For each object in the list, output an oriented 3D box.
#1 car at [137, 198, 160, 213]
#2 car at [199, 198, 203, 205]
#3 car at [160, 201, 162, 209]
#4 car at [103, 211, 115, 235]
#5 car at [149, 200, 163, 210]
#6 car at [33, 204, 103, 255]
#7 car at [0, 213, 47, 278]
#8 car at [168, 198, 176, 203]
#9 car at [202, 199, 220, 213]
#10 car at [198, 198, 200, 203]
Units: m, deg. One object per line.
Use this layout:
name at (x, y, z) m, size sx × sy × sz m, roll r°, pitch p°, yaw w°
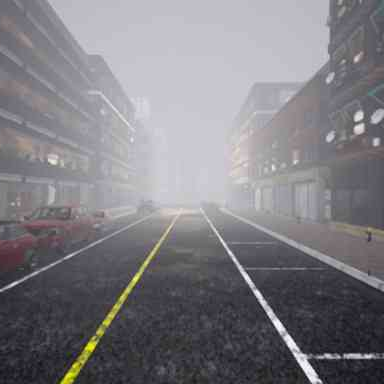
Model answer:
car at (-5.749, 1.723, 42.380) m, size 2.192 × 1.841 × 5.009 m, roll 0°, pitch -1°, yaw 0°
car at (2.614, 2.049, 53.658) m, size 1.887 × 1.381 × 4.507 m, roll 0°, pitch -1°, yaw 0°
car at (-5.758, 1.900, 48.014) m, size 1.967 × 1.590 × 4.097 m, roll 0°, pitch -1°, yaw 0°
car at (-5.717, 1.778, 19.833) m, size 1.802 × 1.307 × 4.206 m, roll 0°, pitch -1°, yaw 0°
car at (-5.766, 2.057, 53.650) m, size 1.887 × 1.381 × 4.507 m, roll 0°, pitch -1°, yaw 0°
car at (-5.707, 1.458, 14.199) m, size 2.192 × 1.841 × 5.009 m, roll 0°, pitch -1°, yaw 0°
car at (-5.700, 1.529, 8.562) m, size 1.967 × 1.590 × 4.097 m, roll 0°, pitch -1°, yaw 0°
car at (-5.824, 2.428, 93.101) m, size 2.008 × 1.369 × 4.403 m, roll 0°, pitch -1°, yaw 0°
car at (2.631, 1.926, 42.556) m, size 1.752 × 1.417 × 4.829 m, roll 0°, pitch -1°, yaw 0°
car at (2.582, 2.264, 76.201) m, size 2.008 × 1.369 × 4.403 m, roll 0°, pitch -1°, yaw 0°
